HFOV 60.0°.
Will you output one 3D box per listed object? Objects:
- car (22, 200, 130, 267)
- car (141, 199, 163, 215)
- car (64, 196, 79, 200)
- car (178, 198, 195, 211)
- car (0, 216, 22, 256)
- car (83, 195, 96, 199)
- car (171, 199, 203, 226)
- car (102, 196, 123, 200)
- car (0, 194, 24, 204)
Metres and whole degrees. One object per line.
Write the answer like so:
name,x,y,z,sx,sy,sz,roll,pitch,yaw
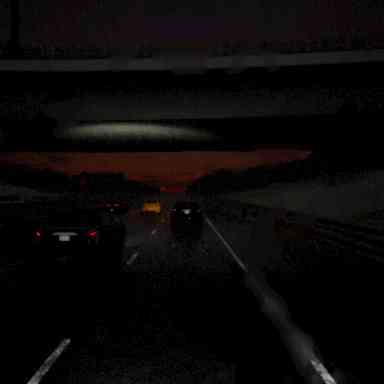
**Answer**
car,-3.652,1.335,11.554,2.097,1.767,4.553,0,0,-1
car,-4.050,1.454,34.056,1.882,1.535,5.008,0,0,-1
car,-25.913,1.611,71.699,1.895,1.301,4.718,0,0,-2
car,-0.677,1.531,41.208,2.033,1.411,5.357,0,0,-1
car,-7.178,1.582,12.945,1.895,1.301,4.718,0,0,-1
car,-22.466,1.501,73.190,1.882,1.535,5.008,0,0,-2
car,-0.359,1.326,23.239,2.097,1.767,4.553,0,0,-1
car,-7.543,1.468,33.626,2.128,1.511,4.902,0,0,-1
car,-18.207,1.196,31.797,2.150,2.045,5.566,0,0,-1
